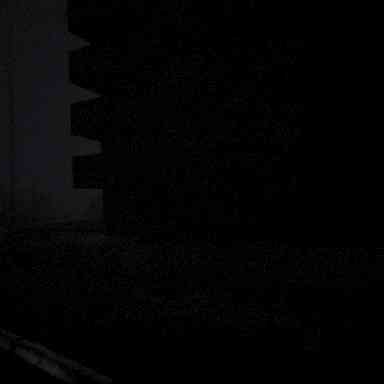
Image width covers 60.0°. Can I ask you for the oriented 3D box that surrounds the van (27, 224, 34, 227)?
[{"bbox_3d":[-32.980,7.291,65.595,4.442,1.987,1.878,-2,-7,6],"label":"van"}]

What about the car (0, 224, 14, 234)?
[{"bbox_3d":[-35.933,6.918,60.190,5.366,1.575,1.946,-2,-7,6],"label":"car"}]

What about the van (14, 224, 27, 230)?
[{"bbox_3d":[-34.308,6.989,62.890,4.442,1.987,1.878,-2,-7,6],"label":"van"}]
